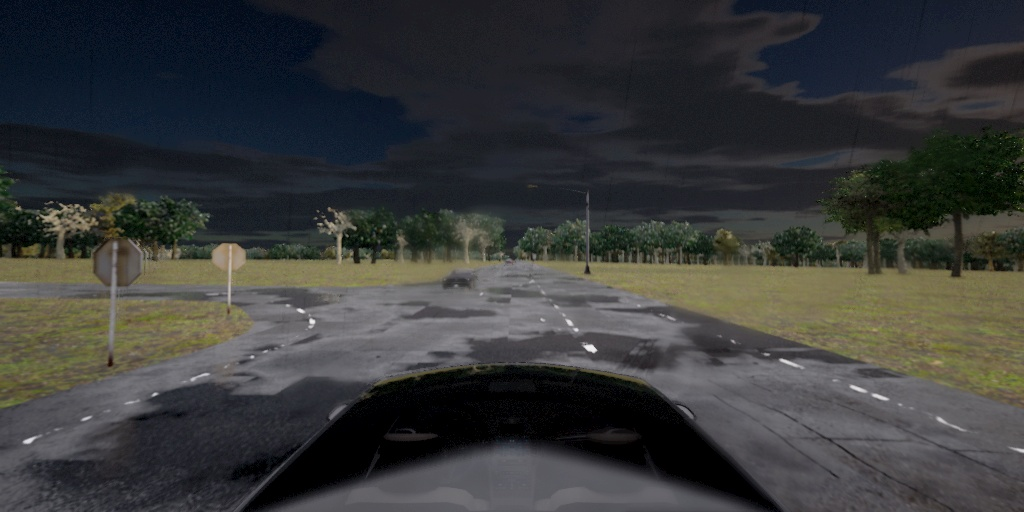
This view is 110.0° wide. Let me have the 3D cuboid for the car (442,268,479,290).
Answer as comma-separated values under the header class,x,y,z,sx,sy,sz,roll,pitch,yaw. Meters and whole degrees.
class,x,y,z,sx,sy,sz,roll,pitch,yaw
car,-3.374,1.516,23.966,1.895,1.301,4.718,0,0,0
